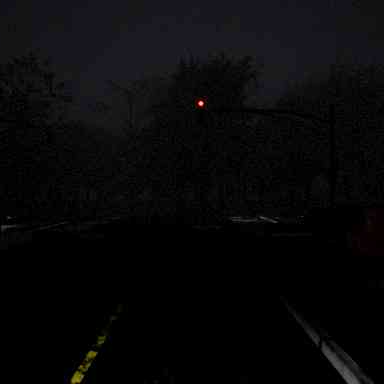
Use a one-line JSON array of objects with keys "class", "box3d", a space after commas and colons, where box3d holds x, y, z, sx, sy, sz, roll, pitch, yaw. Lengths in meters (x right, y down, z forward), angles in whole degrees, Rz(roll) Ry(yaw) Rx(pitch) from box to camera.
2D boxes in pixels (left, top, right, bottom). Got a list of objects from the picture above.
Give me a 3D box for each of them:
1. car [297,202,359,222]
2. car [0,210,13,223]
[{"class": "car", "box3d": [10.908, 1.648, 26.397, 4.718, 1.301, 1.895, 0, 0, -1]}, {"class": "car", "box3d": [-14.896, 1.473, 22.866, 4.674, 1.442, 1.812, 0, 0, 0]}]
